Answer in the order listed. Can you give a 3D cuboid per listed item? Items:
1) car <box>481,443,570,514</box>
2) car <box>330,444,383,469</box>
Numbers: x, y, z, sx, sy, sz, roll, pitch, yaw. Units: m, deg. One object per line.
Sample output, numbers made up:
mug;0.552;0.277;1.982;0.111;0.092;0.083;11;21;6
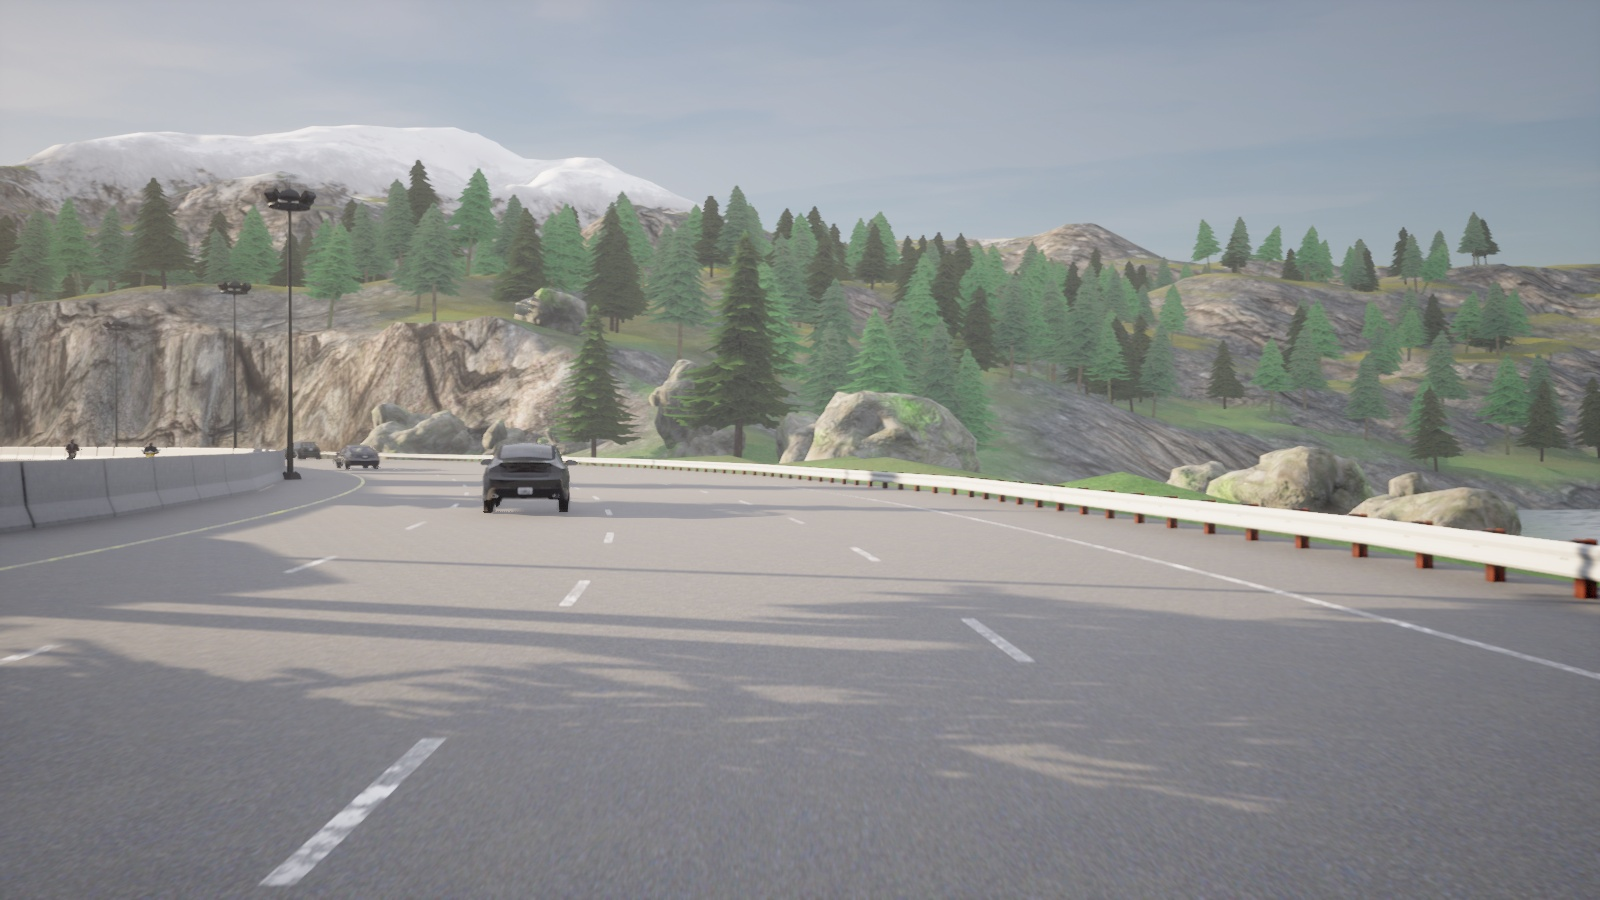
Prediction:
car;-6.269;0.584;28.981;1.837;1.490;4.892;0;0;-11
car;-25.838;0.365;73.094;2.033;1.411;5.357;0;0;-29
